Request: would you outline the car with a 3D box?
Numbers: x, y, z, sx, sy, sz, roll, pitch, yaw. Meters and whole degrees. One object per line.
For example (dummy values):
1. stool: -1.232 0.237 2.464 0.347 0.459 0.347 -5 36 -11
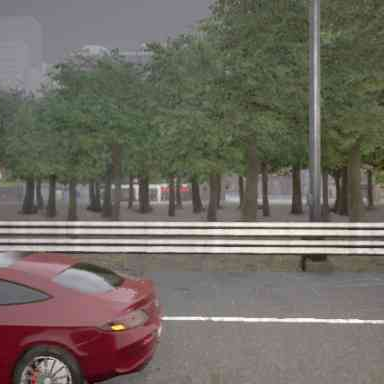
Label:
1. car: -2.704 1.527 4.279 4.674 1.442 1.812 0 0 3
